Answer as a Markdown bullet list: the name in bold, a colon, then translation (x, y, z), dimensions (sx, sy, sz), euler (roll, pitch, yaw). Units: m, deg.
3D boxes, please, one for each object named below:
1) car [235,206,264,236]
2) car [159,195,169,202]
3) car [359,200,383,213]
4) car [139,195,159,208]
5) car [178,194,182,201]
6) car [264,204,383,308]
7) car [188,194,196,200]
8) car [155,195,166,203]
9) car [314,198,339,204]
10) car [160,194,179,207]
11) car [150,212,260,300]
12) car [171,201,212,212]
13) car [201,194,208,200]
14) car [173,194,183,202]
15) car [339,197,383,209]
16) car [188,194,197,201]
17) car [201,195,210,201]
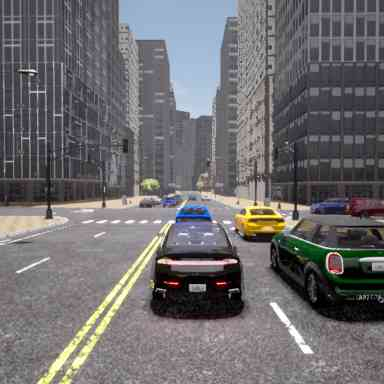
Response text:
- **car**: translation (3.364, 1.469, 17.229), dimensions (1.882, 1.535, 5.008), euler (0, 0, 0)
- **car**: translation (-6.429, 1.482, 77.996), dimensions (1.994, 1.385, 4.181), euler (0, 0, 0)
- **car**: translation (21.844, 1.643, 37.706), dimensions (4.829, 1.417, 1.752), euler (1, 0, 1)
- **car**: translation (-6.540, 1.513, 49.110), dimensions (2.033, 1.411, 5.357), euler (0, 0, 0)
- **car**: translation (-3.272, 1.519, 58.283), dimensions (1.994, 1.385, 4.181), euler (0, 0, 1)
- **car**: translation (3.357, 1.348, 8.050), dimensions (2.097, 1.767, 4.553), euler (0, 0, 0)
- **car**: translation (0.084, 1.267, 90.647), dimensions (2.128, 1.511, 4.902), euler (0, 0, 0)
- **car**: translation (-6.446, 1.448, 68.018), dimensions (1.837, 1.490, 4.892), euler (0, 0, 0)
- **car**: translation (14.916, 1.451, 35.228), dimensions (4.553, 1.767, 2.097), euler (1, 1, 1)
- **car**: translation (-3.294, 1.491, 49.538), dimensions (1.812, 1.442, 4.674), euler (0, 0, 0)
- **car**: translation (0.105, 1.488, 8.338), dimensions (2.128, 1.511, 4.902), euler (0, 0, 0)
- **car**: translation (0.119, 1.468, 17.843), dimensions (1.882, 1.535, 5.008), euler (0, 0, 1)
- **car**: translation (3.334, 1.337, 90.674), dimensions (1.895, 1.301, 4.718), euler (0, 0, 0)
- **car**: translation (-3.179, 1.286, 77.162), dimensions (2.097, 1.767, 4.553), euler (0, 0, 0)
- **car**: translation (16.228, 1.519, 29.425), dimensions (5.009, 1.841, 2.192), euler (1, 0, 1)
- **car**: translation (0.075, 1.273, 80.615), dimensions (2.097, 1.767, 4.553), euler (0, 0, 0)
- **car**: translation (3.325, 1.513, 80.672), dimensions (1.895, 1.301, 4.718), euler (0, 0, 0)
